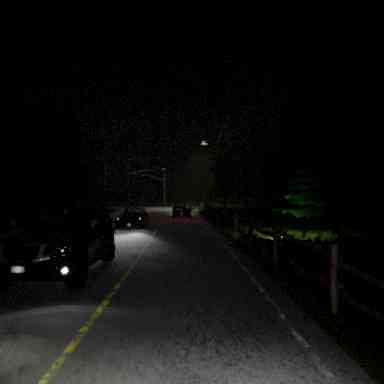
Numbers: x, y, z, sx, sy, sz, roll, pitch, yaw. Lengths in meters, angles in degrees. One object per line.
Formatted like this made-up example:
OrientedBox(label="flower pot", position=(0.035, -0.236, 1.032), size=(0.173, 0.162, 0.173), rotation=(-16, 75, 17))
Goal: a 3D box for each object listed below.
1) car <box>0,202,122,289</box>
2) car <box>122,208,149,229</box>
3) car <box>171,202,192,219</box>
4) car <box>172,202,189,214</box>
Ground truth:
OrientedBox(label="car", position=(-3.775, 1.333, 9.850), size=(2.150, 2.045, 5.566), rotation=(0, -1, -1))
OrientedBox(label="car", position=(-4.229, 1.876, 24.119), size=(1.895, 1.301, 4.718), rotation=(0, -1, -2))
OrientedBox(label="car", position=(-1.050, 1.872, 33.800), size=(2.128, 1.511, 4.902), rotation=(0, -1, -2))
OrientedBox(label="car", position=(-1.535, 2.039, 43.967), size=(2.033, 1.411, 5.357), rotation=(0, -1, -3))
